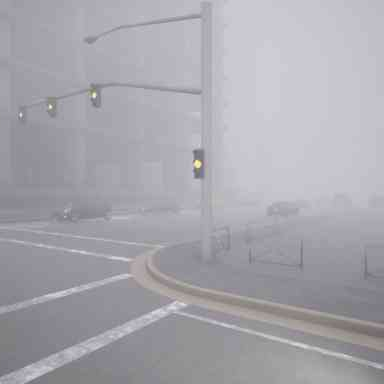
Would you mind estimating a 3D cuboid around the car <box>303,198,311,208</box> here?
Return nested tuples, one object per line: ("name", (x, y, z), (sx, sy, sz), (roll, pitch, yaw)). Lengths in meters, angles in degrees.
("car", (14.863, 1.509, 45.691), (1.994, 1.385, 4.181), (0, 0, 35))

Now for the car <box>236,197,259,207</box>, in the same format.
("car", (8.246, 1.470, 48.734), (1.812, 1.442, 4.674), (0, 0, 36))

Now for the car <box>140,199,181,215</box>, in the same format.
("car", (-3.065, 1.436, 32.831), (2.128, 1.511, 4.902), (0, 0, 35))

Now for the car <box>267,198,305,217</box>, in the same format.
("car", (8.504, 1.508, 30.655), (1.994, 1.385, 4.181), (0, 0, 35))

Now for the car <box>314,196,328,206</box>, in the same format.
("car", (21.844, 1.422, 55.548), (1.882, 1.535, 5.008), (0, 0, 35))

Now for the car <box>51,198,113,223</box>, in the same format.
("car", (-8.329, 1.297, 25.407), (2.097, 1.767, 4.553), (0, 0, 36))

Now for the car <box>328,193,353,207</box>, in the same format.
("car", (23.297, 1.166, 51.545), (2.150, 2.045, 5.566), (0, 0, 35))

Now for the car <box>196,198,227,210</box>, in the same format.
("car", (2.385, 1.422, 40.519), (1.882, 1.535, 5.008), (0, 0, 36))
